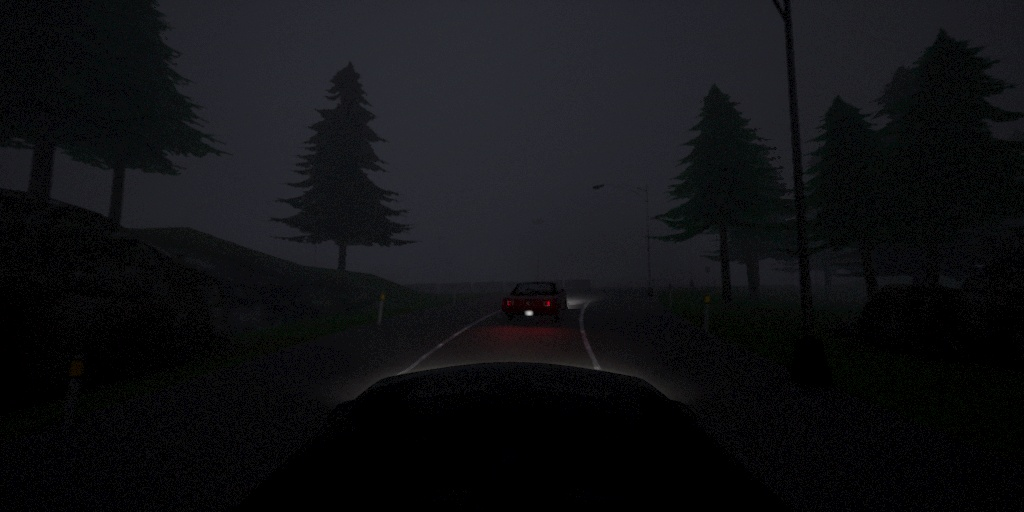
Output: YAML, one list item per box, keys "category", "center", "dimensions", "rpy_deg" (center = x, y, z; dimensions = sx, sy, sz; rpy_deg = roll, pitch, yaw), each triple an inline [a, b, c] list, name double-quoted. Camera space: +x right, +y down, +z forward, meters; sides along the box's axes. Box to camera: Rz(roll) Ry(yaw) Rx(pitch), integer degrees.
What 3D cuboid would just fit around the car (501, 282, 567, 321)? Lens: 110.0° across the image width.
- category: "car"
  center: [1.048, 1.632, 13.817]
  dimensions: [1.895, 1.301, 4.718]
  rpy_deg: [-1, -2, 13]
